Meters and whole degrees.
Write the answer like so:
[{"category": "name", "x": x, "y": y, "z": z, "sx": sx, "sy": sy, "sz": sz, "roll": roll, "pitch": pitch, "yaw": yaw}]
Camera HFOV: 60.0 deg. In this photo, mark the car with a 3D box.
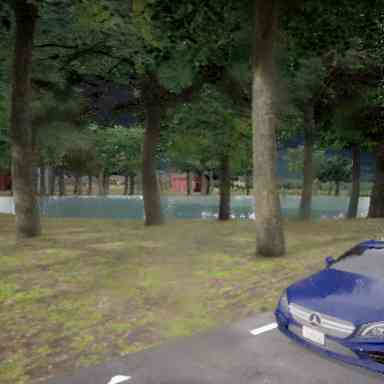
[{"category": "car", "x": 3.425, "y": 1.546, "z": 5.513, "sx": 4.674, "sy": 1.442, "sz": 1.812, "roll": 0, "pitch": 0, "yaw": -35}]
